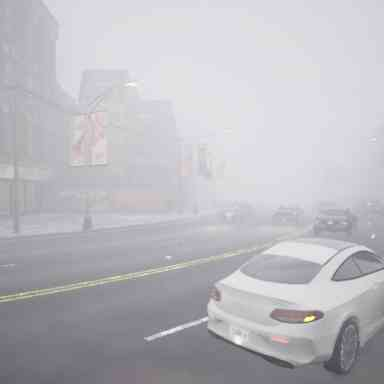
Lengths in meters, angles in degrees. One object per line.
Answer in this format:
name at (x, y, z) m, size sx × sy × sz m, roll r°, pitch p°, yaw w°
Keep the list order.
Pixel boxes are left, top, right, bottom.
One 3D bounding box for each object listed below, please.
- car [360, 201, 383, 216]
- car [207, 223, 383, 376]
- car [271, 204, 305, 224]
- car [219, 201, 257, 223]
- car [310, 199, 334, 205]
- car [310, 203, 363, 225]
car at (16.959, 1.533, 31.834) m, size 2.033 × 1.411 × 5.357 m, roll 0°, pitch 0°, yaw 13°
car at (2.231, 1.522, 5.603) m, size 4.674 × 1.442 × 1.812 m, roll 0°, pitch 0°, yaw -44°
car at (7.183, 1.585, 24.771) m, size 1.895 × 1.301 × 4.718 m, roll 0°, pitch 0°, yaw 25°
car at (3.597, 1.473, 25.368) m, size 2.128 × 1.511 × 4.902 m, roll 0°, pitch 0°, yaw 25°
car at (14.135, 1.457, 36.040) m, size 1.882 × 1.535 × 5.008 m, roll 0°, pitch 0°, yaw 9°
car at (7.974, 1.538, 18.344) m, size 2.033 × 1.411 × 5.357 m, roll 0°, pitch 0°, yaw 30°
